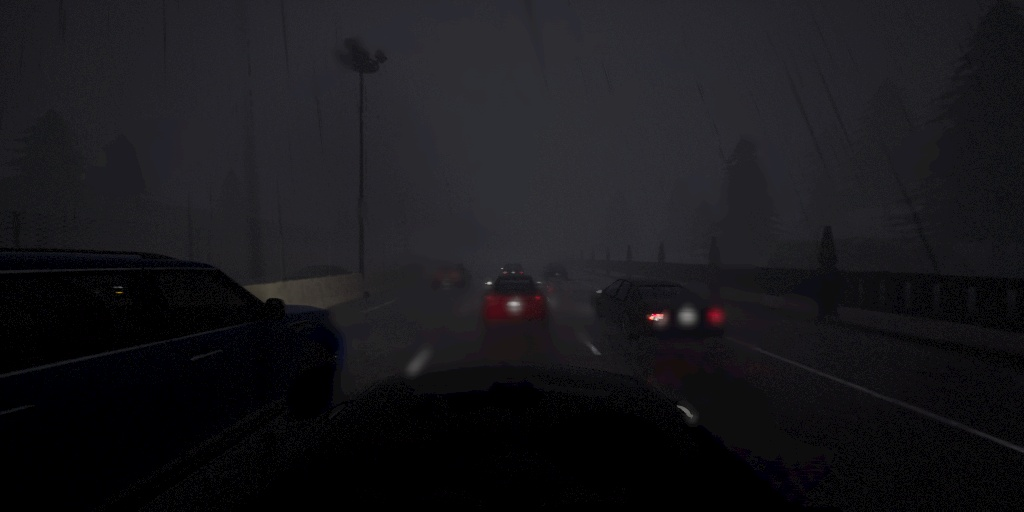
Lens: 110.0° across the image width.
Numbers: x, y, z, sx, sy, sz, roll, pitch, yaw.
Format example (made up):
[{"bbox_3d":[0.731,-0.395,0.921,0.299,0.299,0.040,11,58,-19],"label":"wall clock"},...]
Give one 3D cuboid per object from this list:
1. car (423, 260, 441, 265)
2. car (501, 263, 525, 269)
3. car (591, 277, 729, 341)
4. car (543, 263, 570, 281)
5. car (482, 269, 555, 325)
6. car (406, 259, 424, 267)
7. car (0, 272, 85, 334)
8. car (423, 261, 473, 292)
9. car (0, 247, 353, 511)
[{"bbox_3d":[-10.544,1.274,49.945,1.812,1.442,4.674,0,0,0],"label":"car"},{"bbox_3d":[0.101,1.296,29.567,2.033,1.411,5.357,0,0,0],"label":"car"},{"bbox_3d":[3.601,1.297,9.860,2.033,1.411,5.357,0,0,0],"label":"car"},{"bbox_3d":[3.614,1.274,29.932,1.812,1.442,4.674,0,0,0],"label":"car"},{"bbox_3d":[0.101,1.313,11.851,1.994,1.385,4.181,0,0,0],"label":"car"},{"bbox_3d":[-14.131,1.226,54.755,1.882,1.535,5.008,0,0,0],"label":"car"},{"bbox_3d":[-14.099,1.241,8.500,2.128,1.511,4.902,0,0,0],"label":"car"},{"bbox_3d":[-3.398,1.241,21.018,2.128,1.511,4.902,0,0,0],"label":"car"},{"bbox_3d":[-3.399,0.971,2.665,2.150,2.045,5.566,0,0,0],"label":"car"}]
